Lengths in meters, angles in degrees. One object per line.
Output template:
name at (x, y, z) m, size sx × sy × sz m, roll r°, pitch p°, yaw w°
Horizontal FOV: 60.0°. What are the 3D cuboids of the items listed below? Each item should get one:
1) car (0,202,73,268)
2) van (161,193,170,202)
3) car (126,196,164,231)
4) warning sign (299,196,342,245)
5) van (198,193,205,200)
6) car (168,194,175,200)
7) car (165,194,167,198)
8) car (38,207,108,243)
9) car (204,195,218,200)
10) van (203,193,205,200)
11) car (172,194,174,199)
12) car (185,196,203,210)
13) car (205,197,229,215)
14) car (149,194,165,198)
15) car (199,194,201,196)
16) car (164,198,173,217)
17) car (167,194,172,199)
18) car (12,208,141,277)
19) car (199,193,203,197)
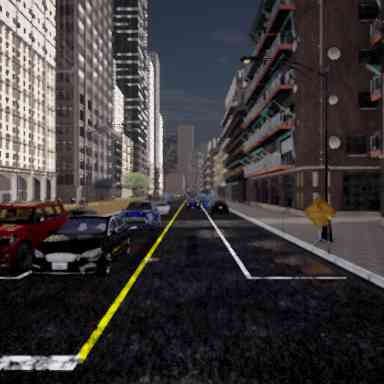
car at (-5.699, 1.290, 11.063) m, size 2.192 × 1.841 × 5.009 m, roll 0°, pitch 0°, yaw 0°
van at (-5.735, 1.221, 71.814) m, size 1.690 × 1.788 × 3.998 m, roll 0°, pitch 0°, yaw 0°
car at (-3.108, 1.308, 20.120) m, size 2.097 × 1.767 × 4.553 m, roll 0°, pitch 0°, yaw 0°
warning sign at (5.061, 1.086, 13.194) m, size 1.300 × 1.860 × 1.060 m, roll 0°, pitch 0°, yaw 0°
van at (2.632, 1.206, 93.911) m, size 1.690 × 1.788 × 3.998 m, roll 0°, pitch 0°, yaw 0°
car at (-5.748, 1.304, 93.907) m, size 1.967 × 1.590 × 4.097 m, roll 0°, pitch 0°, yaw 0°
car at (-5.725, 1.448, 55.247) m, size 2.008 × 1.369 × 4.403 m, roll 0°, pitch 0°, yaw 0°
car at (-5.702, 1.529, 16.587) m, size 1.947 × 1.339 × 4.313 m, roll 0°, pitch 0°, yaw 0°
car at (2.666, 1.446, 38.852) m, size 1.752 × 1.417 × 4.829 m, roll 0°, pitch 0°, yaw 0°
van at (2.662, 1.253, 44.206) m, size 1.690 × 1.788 × 3.998 m, roll 0°, pitch 0°, yaw 0°
car at (-5.738, 1.419, 77.338) m, size 1.887 × 1.381 × 4.507 m, roll 0°, pitch 0°, yaw 0°
car at (0.077, 1.518, 40.676) m, size 1.895 × 1.301 × 4.718 m, roll 0°, pitch 0°, yaw 0°
car at (2.669, 1.496, 33.160) m, size 1.947 × 1.339 × 4.313 m, roll 0°, pitch 0°, yaw 0°
car at (-5.722, 1.219, 49.723) m, size 2.192 × 1.841 × 5.009 m, roll 0°, pitch 0°, yaw 0°
car at (-0.030, 1.467, 50.924) m, size 1.994 × 1.385 × 4.181 m, roll 0°, pitch 0°, yaw 0°
car at (-3.099, 1.536, 30.192) m, size 1.895 × 1.301 × 4.718 m, roll 0°, pitch 0°, yaw 0°
car at (-5.732, 1.436, 66.292) m, size 2.008 × 1.369 × 4.403 m, roll 0°, pitch 0°, yaw 0°
car at (-3.106, 1.468, 10.242) m, size 2.128 × 1.511 × 4.902 m, roll 0°, pitch 0°, yaw 0°
car at (2.639, 1.421, 82.866) m, size 2.008 × 1.369 × 4.403 m, roll 0°, pitch 0°, yaw 0°
